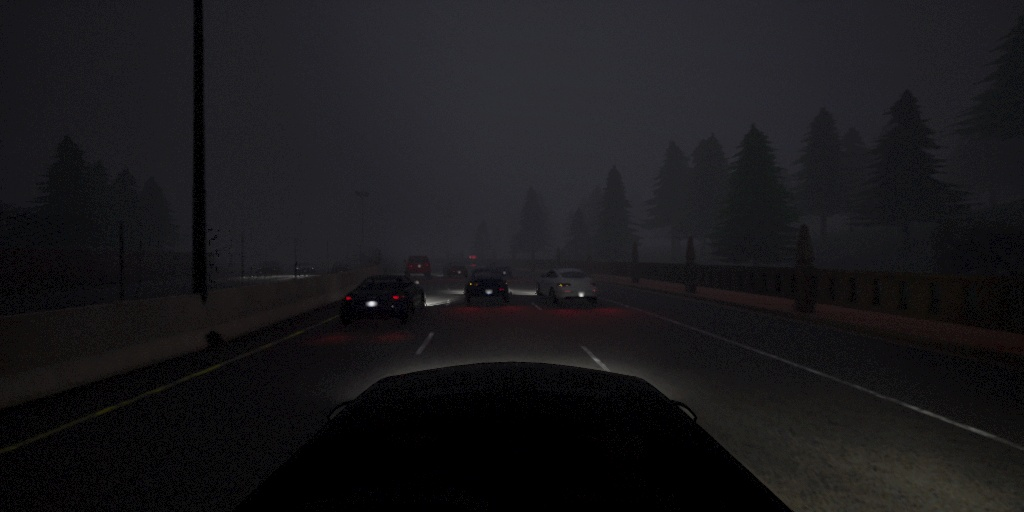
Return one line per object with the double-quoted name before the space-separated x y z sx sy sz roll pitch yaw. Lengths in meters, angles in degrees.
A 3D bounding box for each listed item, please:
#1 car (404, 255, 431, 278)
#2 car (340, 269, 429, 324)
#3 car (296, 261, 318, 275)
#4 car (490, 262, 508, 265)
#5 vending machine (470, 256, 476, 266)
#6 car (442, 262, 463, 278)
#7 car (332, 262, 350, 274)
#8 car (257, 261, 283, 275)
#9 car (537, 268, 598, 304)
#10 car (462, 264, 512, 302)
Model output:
"car" -8.906 0.965 33.717 2.150 2.045 5.566 0 0 -19
"car" -4.164 1.317 12.096 1.994 1.385 4.181 0 0 -6
"car" -23.129 1.318 40.401 1.812 1.442 4.674 0 0 -26
"car" -1.299 1.240 32.736 1.812 1.442 4.674 0 0 -16
"vending machine" -6.985 0.891 64.012 1.100 2.100 0.880 0 0 -32
"car" -5.398 1.255 34.072 1.812 1.442 4.674 0 0 -18
"car" -19.655 1.378 41.297 1.895 1.301 4.718 0 0 -25
"car" -26.667 1.285 39.682 1.882 1.535 5.008 0 0 -26
"car" 2.365 1.247 16.074 1.812 1.442 4.674 0 0 -7
"car" -1.257 1.261 16.758 1.812 1.442 4.674 0 0 -8
